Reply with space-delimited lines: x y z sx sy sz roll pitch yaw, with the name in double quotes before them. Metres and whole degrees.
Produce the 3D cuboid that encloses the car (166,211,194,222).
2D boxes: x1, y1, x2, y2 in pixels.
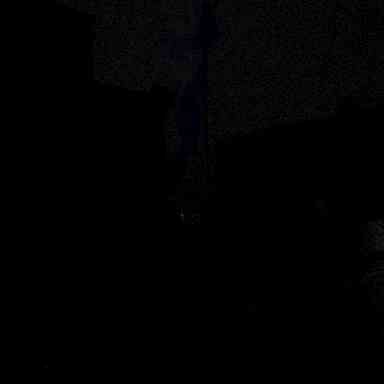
"car" -1.728 3.348 46.086 2.097 1.767 4.553 0 -5 -36
